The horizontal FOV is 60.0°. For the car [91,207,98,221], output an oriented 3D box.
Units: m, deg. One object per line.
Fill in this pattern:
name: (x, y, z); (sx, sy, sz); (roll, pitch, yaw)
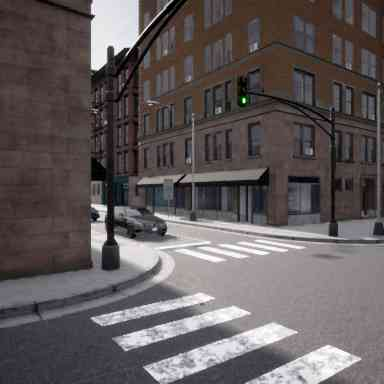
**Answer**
car: (-8.719, 1.398, 25.197); (2.033, 1.411, 5.357); (0, 0, -36)

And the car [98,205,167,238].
car: (-3.064, 1.436, 17.271); (1.812, 1.442, 4.674); (0, 0, -35)
